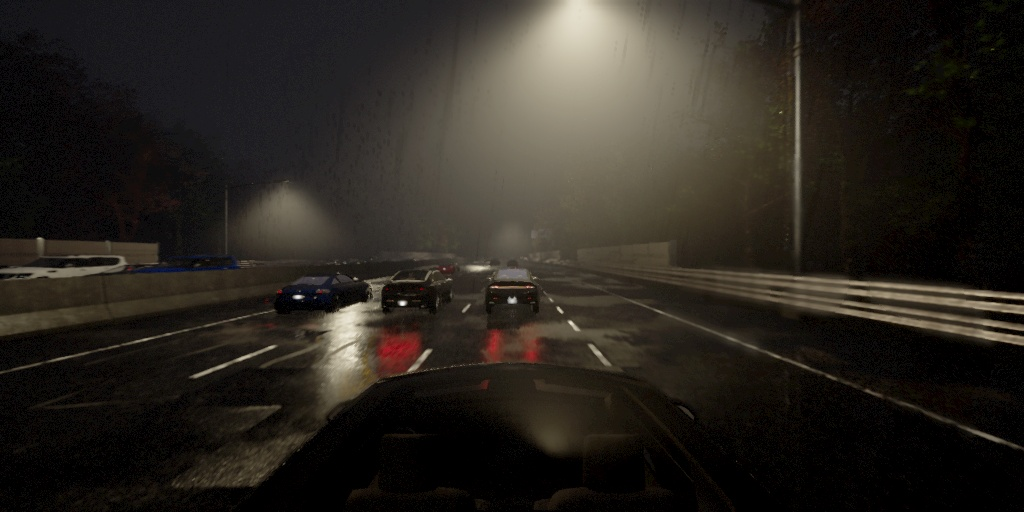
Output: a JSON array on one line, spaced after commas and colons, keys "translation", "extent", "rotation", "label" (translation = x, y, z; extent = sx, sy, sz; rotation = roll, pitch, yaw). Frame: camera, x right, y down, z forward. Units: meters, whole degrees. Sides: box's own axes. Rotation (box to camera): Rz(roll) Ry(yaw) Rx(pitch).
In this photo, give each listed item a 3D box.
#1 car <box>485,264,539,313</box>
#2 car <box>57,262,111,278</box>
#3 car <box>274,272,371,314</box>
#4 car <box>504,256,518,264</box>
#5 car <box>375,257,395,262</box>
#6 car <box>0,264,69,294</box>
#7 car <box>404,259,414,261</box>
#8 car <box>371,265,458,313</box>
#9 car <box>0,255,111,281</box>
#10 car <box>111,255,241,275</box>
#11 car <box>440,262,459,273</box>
[{"translation": [0.012, 1.232, 14.015], "extent": [2.128, 1.511, 4.902], "rotation": [0, 0, 0], "label": "car"}, {"translation": [-21.070, 1.235, 20.002], "extent": [2.128, 1.511, 4.902], "rotation": [0, 0, 0], "label": "car"}, {"translation": [-6.988, 1.307, 13.717], "extent": [1.994, 1.385, 4.181], "rotation": [0, 0, 0], "label": "car"}, {"translation": [0.066, 1.193, 63.470], "extent": [2.128, 1.511, 4.902], "rotation": [0, 0, 0], "label": "car"}, {"translation": [-20.949, 1.249, 60.842], "extent": [1.812, 1.442, 4.674], "rotation": [0, 0, 0], "label": "car"}, {"translation": [-28.069, 1.238, 19.404], "extent": [2.128, 1.511, 4.902], "rotation": [0, 0, 0], "label": "car"}, {"translation": [-17.453, 1.239, 60.901], "extent": [1.812, 1.442, 4.674], "rotation": [0, 0, 0], "label": "car"}, {"translation": [-3.489, 1.248, 13.863], "extent": [1.837, 1.490, 4.892], "rotation": [0, 0, 0], "label": "car"}, {"translation": [-24.567, 0.966, 19.788], "extent": [2.150, 2.045, 5.566], "rotation": [0, 0, 0], "label": "car"}, {"translation": [-17.574, 0.963, 19.569], "extent": [2.150, 2.045, 5.566], "rotation": [0, 0, 0], "label": "car"}, {"translation": [-6.962, 1.287, 38.975], "extent": [1.994, 1.385, 4.181], "rotation": [0, 0, 0], "label": "car"}]
